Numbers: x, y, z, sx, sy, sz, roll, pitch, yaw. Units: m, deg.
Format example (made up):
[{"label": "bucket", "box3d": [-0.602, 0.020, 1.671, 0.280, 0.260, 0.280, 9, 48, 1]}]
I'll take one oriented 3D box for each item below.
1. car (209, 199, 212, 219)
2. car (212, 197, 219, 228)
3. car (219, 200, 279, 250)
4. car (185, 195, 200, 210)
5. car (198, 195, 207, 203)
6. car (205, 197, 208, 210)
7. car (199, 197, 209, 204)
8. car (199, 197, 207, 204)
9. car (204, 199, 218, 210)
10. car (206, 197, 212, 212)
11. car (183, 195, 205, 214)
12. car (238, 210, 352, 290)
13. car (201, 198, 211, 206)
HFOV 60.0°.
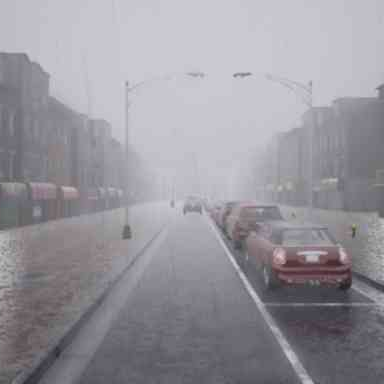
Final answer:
[{"label": "car", "box3d": [2.623, 1.551, 25.396, 1.967, 1.590, 4.097, -1, 0, 0]}, {"label": "car", "box3d": [2.623, 1.400, 19.994, 2.192, 1.841, 5.009, -1, 0, 0]}, {"label": "car", "box3d": [2.625, 1.375, 14.591, 2.192, 1.841, 5.009, -1, 0, 0]}, {"label": "car", "box3d": [0.081, 1.464, 48.519, 2.150, 2.045, 5.566, 0, 0, 1]}, {"label": "car", "box3d": [2.604, 1.804, 84.822, 2.192, 1.841, 5.009, -1, 0, 0]}, {"label": "car", "box3d": [2.619, 1.725, 41.772, 1.752, 1.417, 4.829, -1, 0, 0]}, {"label": "car", "box3d": [2.609, 1.849, 74.017, 1.967, 1.590, 4.097, -1, 0, 0]}, {"label": "car", "box3d": [2.609, 2.014, 79.418, 1.947, 1.339, 4.313, -1, 0, 0]}, {"label": "car", "box3d": [2.618, 1.757, 47.174, 1.752, 1.417, 4.829, -1, 0, 0]}, {"label": "car", "box3d": [2.621, 1.579, 30.798, 1.967, 1.590, 4.097, -1, 0, 0]}, {"label": "car", "box3d": [0.093, 1.528, 37.670, 2.097, 1.767, 4.553, 0, 0, 0]}, {"label": "car", "box3d": [2.628, 1.477, 9.189, 1.967, 1.590, 4.097, -1, 0, 0]}, {"label": "car", "box3d": [2.614, 1.916, 63.211, 1.802, 1.307, 4.206, -1, 0, 0]}]
